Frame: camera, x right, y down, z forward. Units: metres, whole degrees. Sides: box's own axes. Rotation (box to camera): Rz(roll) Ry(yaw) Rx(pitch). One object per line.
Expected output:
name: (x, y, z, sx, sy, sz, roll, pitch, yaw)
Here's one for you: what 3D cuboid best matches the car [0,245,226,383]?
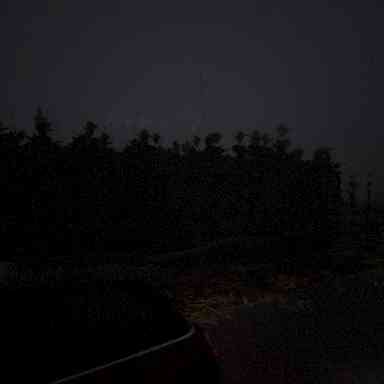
car: (-1.952, 1.353, 2.087, 4.553, 1.767, 2.097, 0, 0, -35)
